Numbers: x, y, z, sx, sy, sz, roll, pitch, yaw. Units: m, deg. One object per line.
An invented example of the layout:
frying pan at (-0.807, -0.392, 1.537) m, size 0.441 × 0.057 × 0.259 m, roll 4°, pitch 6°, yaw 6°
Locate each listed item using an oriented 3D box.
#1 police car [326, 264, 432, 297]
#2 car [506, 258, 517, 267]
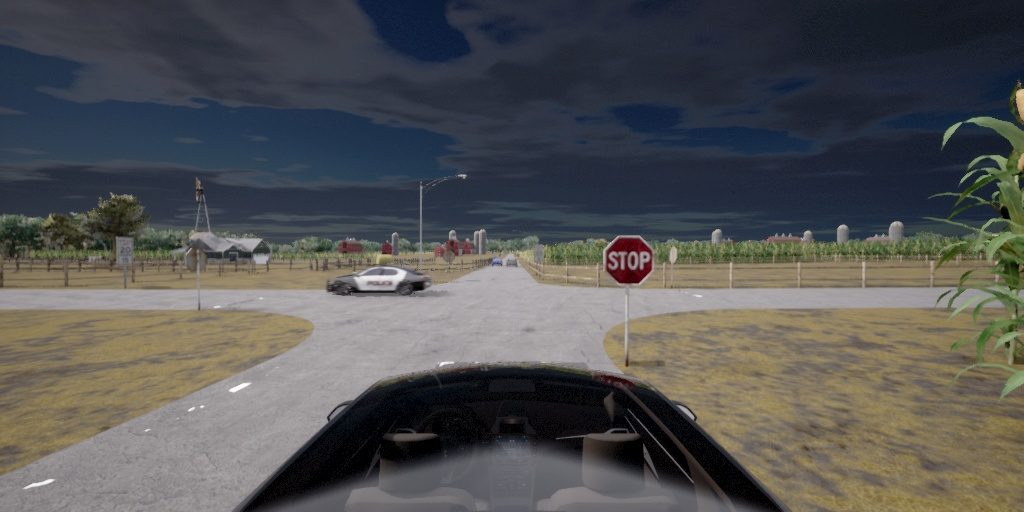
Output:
police car at (-6.674, 1.211, 18.186) m, size 4.974 × 1.542 × 2.038 m, roll 0°, pitch 1°, yaw 0°
car at (-0.011, 1.141, 61.474) m, size 2.128 × 1.511 × 4.902 m, roll 0°, pitch 0°, yaw 0°
